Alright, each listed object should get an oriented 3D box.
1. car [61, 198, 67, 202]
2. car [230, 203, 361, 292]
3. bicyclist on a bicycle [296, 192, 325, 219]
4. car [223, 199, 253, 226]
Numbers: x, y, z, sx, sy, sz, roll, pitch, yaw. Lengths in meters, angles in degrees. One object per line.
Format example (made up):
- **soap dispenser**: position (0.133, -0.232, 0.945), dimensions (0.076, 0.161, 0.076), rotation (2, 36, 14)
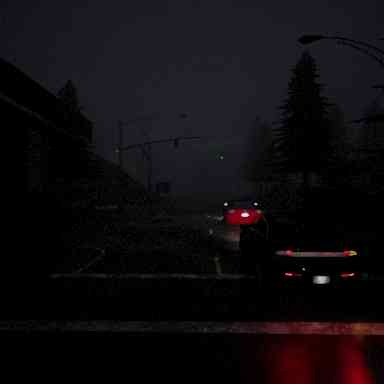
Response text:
- **car**: position (-14.997, 1.013, 35.045), dimensions (4.181, 1.385, 1.994), rotation (0, 1, 2)
- **car**: position (2.310, 1.246, 8.226), dimensions (2.128, 1.511, 4.902), rotation (0, 2, 1)
- **bicyclist on a bicycle**: position (6.639, 0.850, 18.735), dimensions (1.656, 1.620, 0.582), rotation (0, 1, 2)
- **car**: position (2.829, 1.106, 19.101), dimensions (1.994, 1.385, 4.181), rotation (0, 1, 3)
